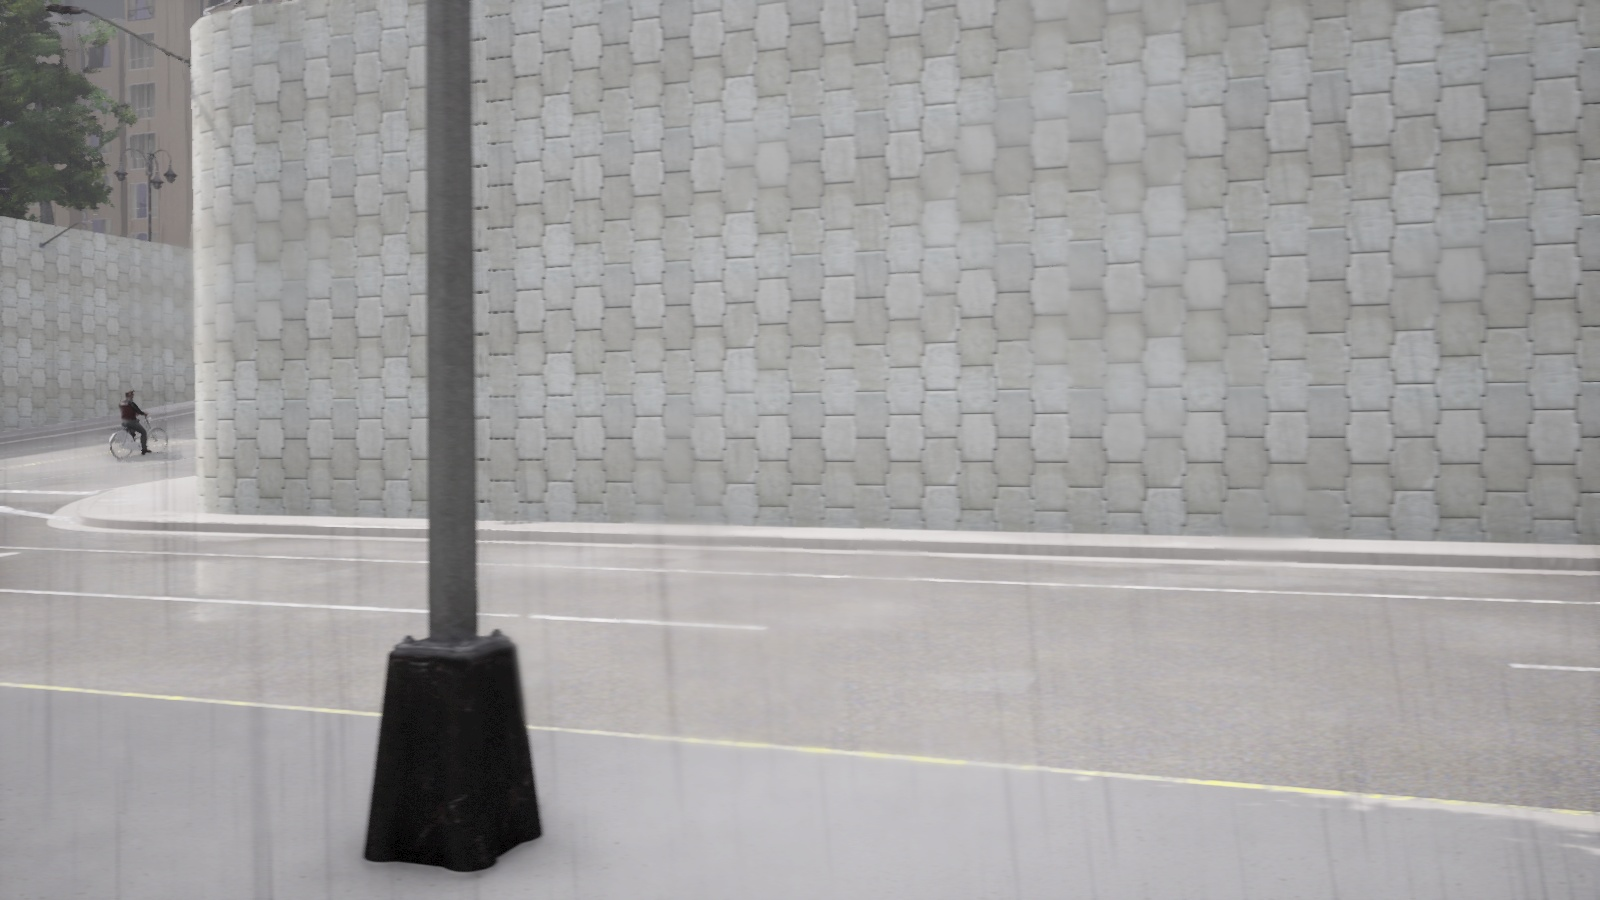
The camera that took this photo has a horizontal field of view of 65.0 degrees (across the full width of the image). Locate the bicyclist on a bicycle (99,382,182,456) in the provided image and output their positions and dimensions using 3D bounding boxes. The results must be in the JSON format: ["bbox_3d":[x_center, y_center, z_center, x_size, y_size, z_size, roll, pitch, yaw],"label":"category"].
[{"bbox_3d":[-17.256,-0.836,32.906,0.659,1.776,1.843,1,7,19],"label":"bicyclist on a bicycle"}]
